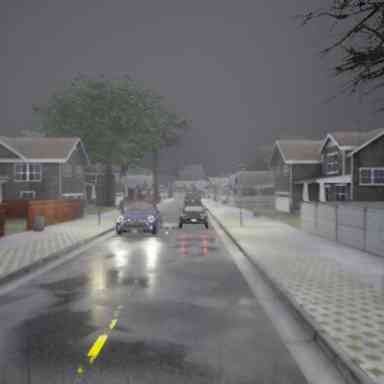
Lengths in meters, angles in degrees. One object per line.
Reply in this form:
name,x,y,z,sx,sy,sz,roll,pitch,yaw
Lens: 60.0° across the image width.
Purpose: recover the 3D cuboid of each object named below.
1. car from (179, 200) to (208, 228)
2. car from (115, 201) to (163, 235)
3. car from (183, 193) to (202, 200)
car,0.105,1.517,22.235,1.812,1.442,4.674,0,0,0
car,-2.841,1.345,18.677,2.097,1.767,4.553,0,0,0
car,0.112,1.200,42.343,2.150,2.045,5.566,0,0,0
